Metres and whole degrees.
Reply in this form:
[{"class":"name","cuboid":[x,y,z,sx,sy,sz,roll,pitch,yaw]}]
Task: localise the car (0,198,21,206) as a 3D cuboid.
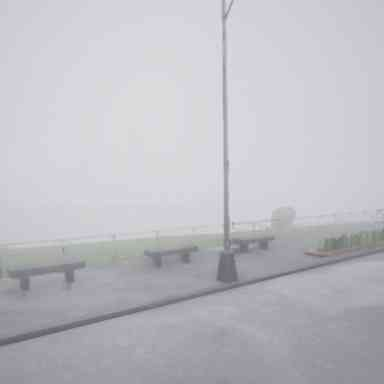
[{"class":"car","cuboid":[-32.201,1.715,57.174,5.008,1.535,1.882,-1,0,-36]}]
